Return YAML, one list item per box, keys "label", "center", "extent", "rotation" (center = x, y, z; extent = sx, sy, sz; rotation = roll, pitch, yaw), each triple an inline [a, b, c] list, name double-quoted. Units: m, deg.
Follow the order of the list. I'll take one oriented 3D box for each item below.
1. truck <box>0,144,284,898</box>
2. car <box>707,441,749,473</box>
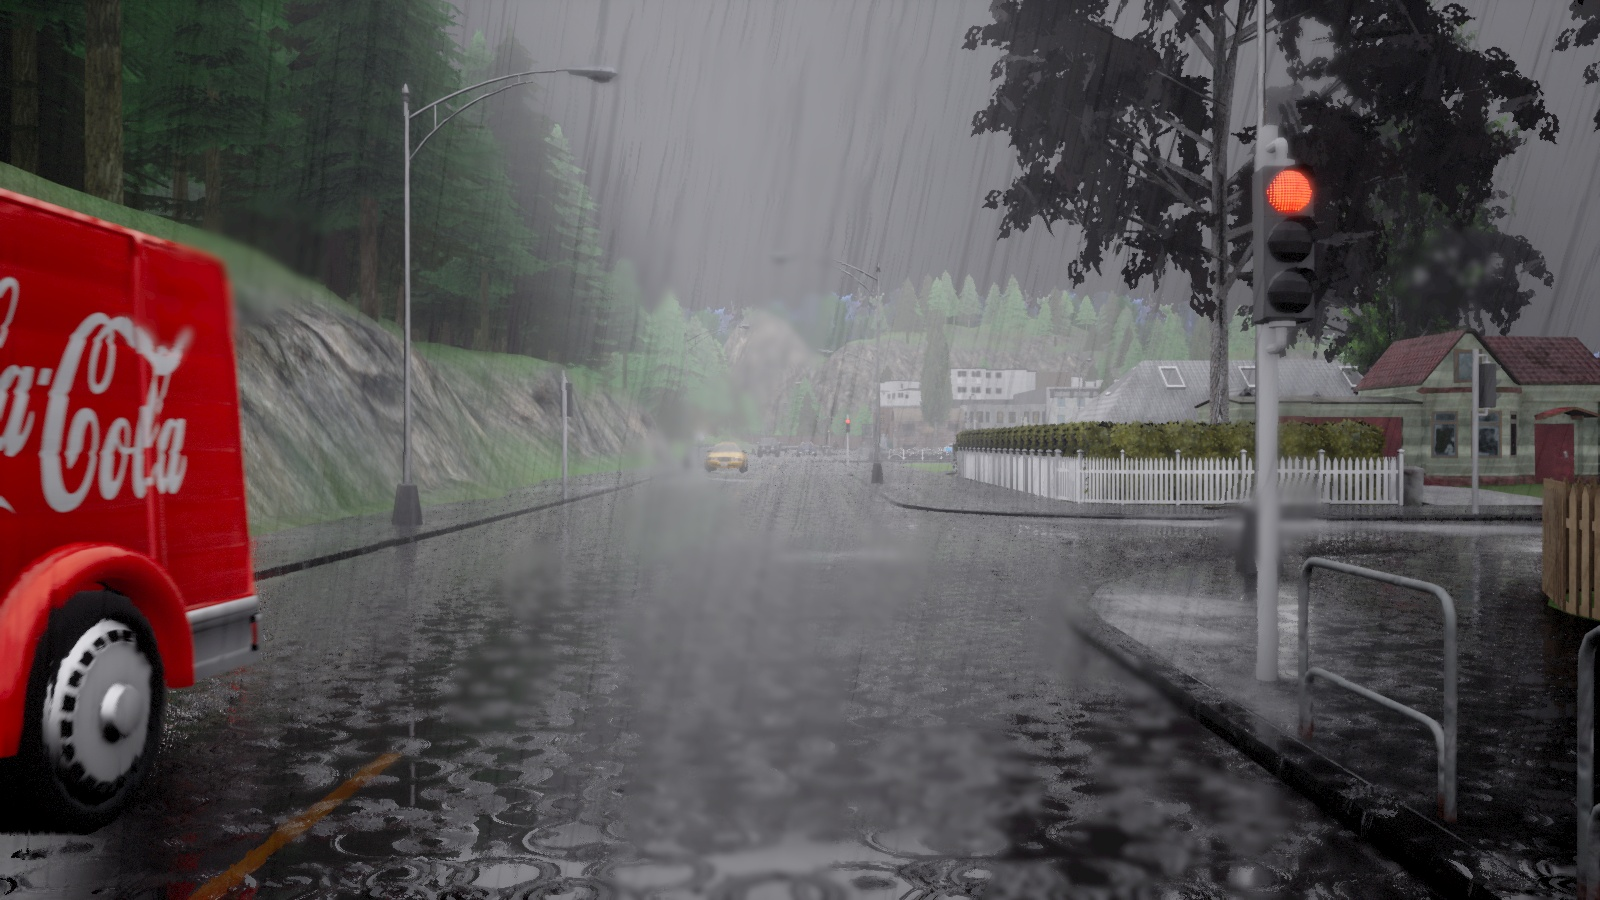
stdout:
- label: "truck"
  center: [-3.953, 0.236, 3.615]
  extent: [2.627, 2.467, 5.204]
  rotation: [0, 0, 2]
- label: "car"
  center: [-3.637, 0.322, 63.851]
  extent: [1.801, 1.575, 5.366]
  rotation: [0, 0, 0]
